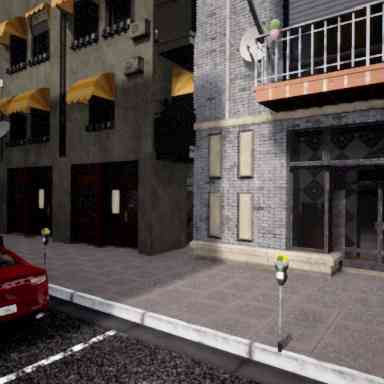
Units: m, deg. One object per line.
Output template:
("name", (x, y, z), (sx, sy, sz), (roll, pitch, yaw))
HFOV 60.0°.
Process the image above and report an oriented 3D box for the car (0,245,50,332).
("car", (-4.421, 1.543, 6.028), (4.507, 1.381, 1.887), (0, 1, 36))
